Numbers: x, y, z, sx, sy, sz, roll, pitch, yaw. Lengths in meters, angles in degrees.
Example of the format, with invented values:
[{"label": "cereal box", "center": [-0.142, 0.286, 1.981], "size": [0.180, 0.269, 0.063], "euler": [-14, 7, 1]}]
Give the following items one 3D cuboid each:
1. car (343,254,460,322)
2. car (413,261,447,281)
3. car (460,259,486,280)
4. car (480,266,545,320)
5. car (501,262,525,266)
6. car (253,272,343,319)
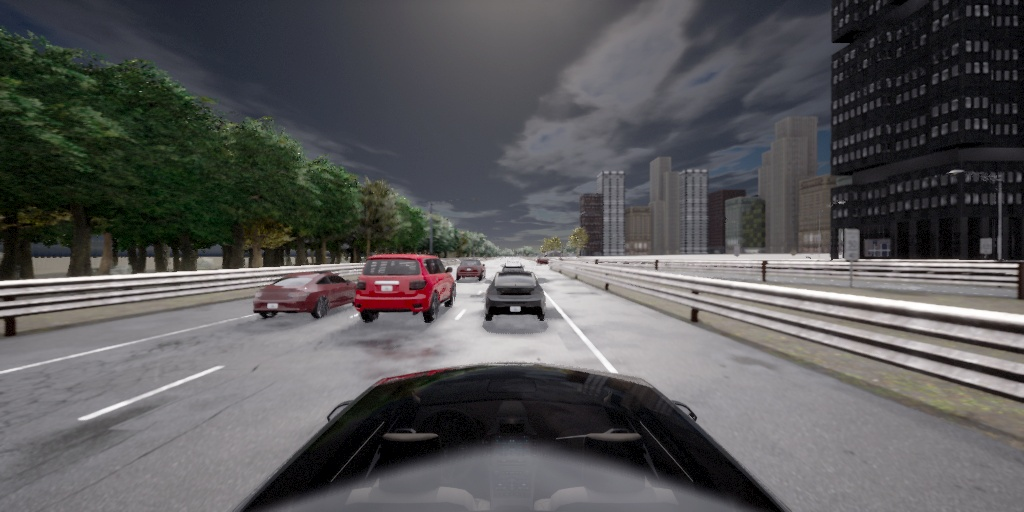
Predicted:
[{"label": "car", "center": [-3.400, 0.967, 12.427], "size": [2.150, 2.045, 5.566], "euler": [0, 0, 0]}, {"label": "car", "center": [-6.897, 1.223, 30.757], "size": [1.837, 1.490, 4.892], "euler": [0, 0, 0]}, {"label": "car", "center": [-3.398, 1.071, 30.444], "size": [2.097, 1.767, 4.553], "euler": [0, 0, 0]}, {"label": "car", "center": [0.099, 1.250, 12.553], "size": [1.837, 1.490, 4.892], "euler": [0, 0, 0]}, {"label": "car", "center": [0.104, 1.210, 30.624], "size": [2.128, 1.511, 4.902], "euler": [0, 0, 0]}, {"label": "car", "center": [-6.901, 1.271, 12.647], "size": [1.812, 1.442, 4.674], "euler": [0, 0, 0]}]
